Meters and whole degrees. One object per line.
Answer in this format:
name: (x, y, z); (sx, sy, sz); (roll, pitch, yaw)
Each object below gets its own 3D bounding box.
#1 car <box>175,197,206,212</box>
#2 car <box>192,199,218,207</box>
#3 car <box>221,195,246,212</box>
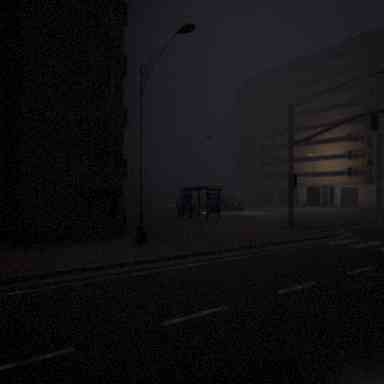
car: (0.003, 1.747, 42.218); (2.033, 1.411, 5.357); (0, 0, -37)
car: (2.177, 1.853, 56.843); (1.895, 1.301, 4.718); (0, 0, -37)
car: (4.331, 1.429, 42.300); (2.150, 2.045, 5.566); (0, -1, -37)
